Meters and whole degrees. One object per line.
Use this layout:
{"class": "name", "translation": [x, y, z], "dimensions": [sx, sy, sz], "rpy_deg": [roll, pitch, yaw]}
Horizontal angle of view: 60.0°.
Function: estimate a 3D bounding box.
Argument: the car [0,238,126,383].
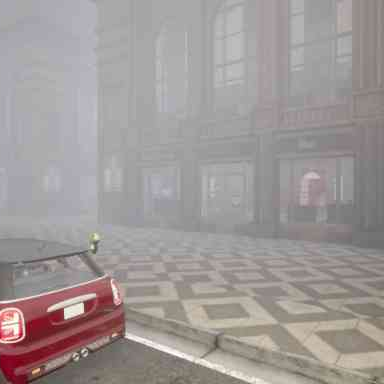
{"class": "car", "translation": [-2.983, 1.440, 5.092], "dimensions": [4.097, 1.590, 1.967], "rpy_deg": [0, 0, 36]}
